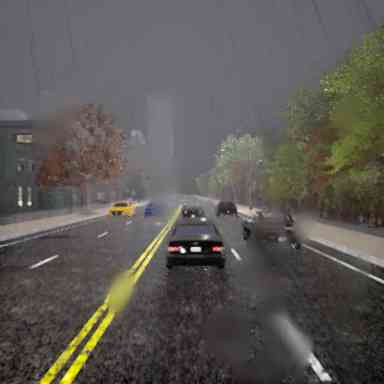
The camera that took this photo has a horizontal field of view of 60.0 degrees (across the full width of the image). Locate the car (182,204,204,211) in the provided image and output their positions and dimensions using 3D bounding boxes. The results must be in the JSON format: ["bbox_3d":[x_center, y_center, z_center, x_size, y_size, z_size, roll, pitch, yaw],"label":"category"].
[{"bbox_3d":[0.087,1.747,30.245,1.895,1.301,4.718,0,0,0],"label":"car"}]

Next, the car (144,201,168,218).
[{"bbox_3d":[-3.372,1.631,31.719,1.882,1.535,5.008,0,0,0],"label":"car"}]

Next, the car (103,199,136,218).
[{"bbox_3d":[-6.622,1.631,31.663,1.882,1.535,5.008,0,0,0],"label":"car"}]

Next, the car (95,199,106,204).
[{"bbox_3d":[-20.694,2.201,78.293,4.313,1.339,1.947,-1,1,-1],"label":"car"}]

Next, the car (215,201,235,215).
[{"bbox_3d":[3.315,1.637,33.014,1.882,1.535,5.008,0,0,0],"label":"car"}]

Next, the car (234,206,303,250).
[{"bbox_3d":[3.348,1.562,14.598,2.128,1.511,4.902,0,0,0],"label":"car"}]

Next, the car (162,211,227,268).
[{"bbox_3d":[0.100,1.603,11.482,2.033,1.411,5.357,0,0,0],"label":"car"}]
